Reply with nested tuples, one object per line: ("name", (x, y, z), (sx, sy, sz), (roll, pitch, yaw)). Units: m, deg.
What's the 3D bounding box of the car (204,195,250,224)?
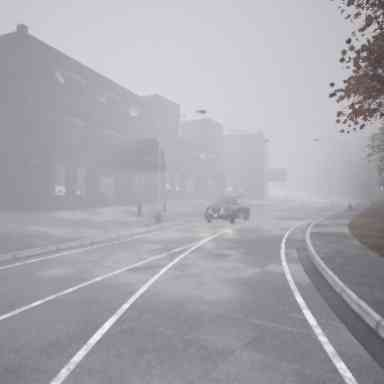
("car", (2.890, 1.305, 25.936), (2.150, 2.045, 5.566), (0, 0, 27))
